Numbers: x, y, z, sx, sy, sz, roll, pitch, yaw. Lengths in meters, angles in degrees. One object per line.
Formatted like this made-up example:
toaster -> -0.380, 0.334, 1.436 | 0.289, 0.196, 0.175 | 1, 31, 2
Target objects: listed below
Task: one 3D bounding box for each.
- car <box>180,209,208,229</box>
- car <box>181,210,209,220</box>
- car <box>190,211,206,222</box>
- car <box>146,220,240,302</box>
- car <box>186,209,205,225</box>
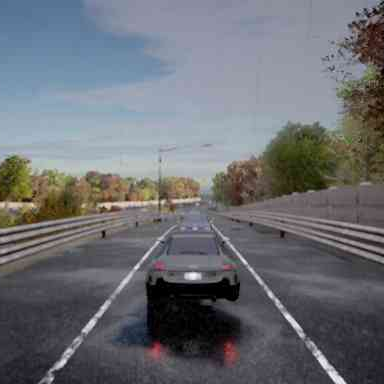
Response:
car -> 0.177, 2.219, 27.879 | 2.128, 1.511, 4.902 | 0, -3, 1
car -> 0.154, 1.847, 17.862 | 2.033, 1.411, 5.357 | 0, -2, 0
car -> 0.939, 3.381, 45.805 | 2.033, 1.411, 5.357 | 0, -4, 3
car -> 0.029, 1.633, 8.458 | 1.994, 1.385, 4.181 | 0, -1, 0
car -> 0.424, 2.712, 36.502 | 1.882, 1.535, 5.008 | 0, -4, 2
